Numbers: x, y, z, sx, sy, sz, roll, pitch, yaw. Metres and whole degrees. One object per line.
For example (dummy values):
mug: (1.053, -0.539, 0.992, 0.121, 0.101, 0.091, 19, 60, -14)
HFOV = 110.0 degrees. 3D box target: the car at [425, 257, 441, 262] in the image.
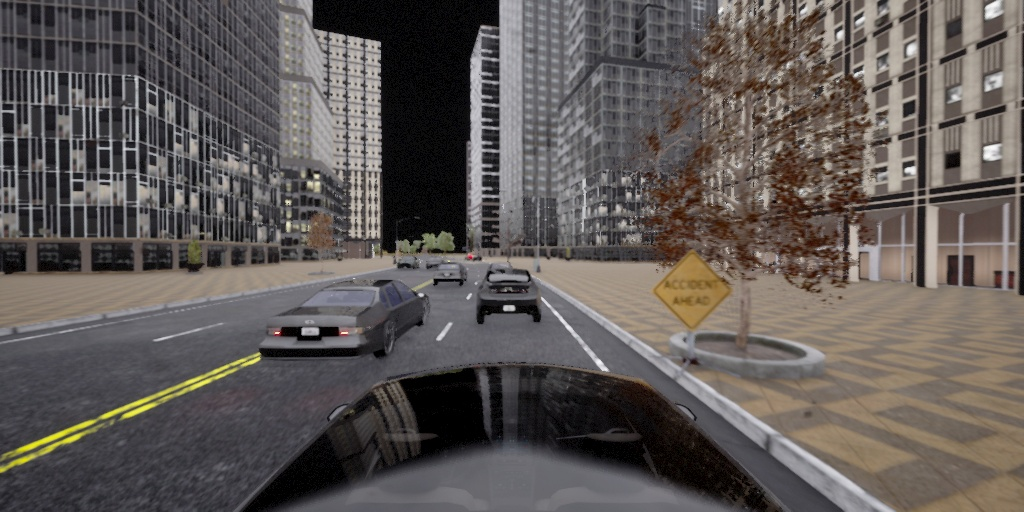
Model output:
car: (-9.018, 0.873, 42.304, 1.837, 1.490, 4.892, 0, 0, -6)

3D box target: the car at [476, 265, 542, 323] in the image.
car: (-0.120, 1.154, 11.687, 1.837, 1.490, 4.892, 0, -1, -1)

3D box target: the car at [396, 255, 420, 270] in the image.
car: (-12.349, 0.718, 42.798, 2.097, 1.767, 4.553, 0, 1, -7)

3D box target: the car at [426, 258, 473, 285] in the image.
car: (-3.914, 1.094, 23.331, 2.033, 1.411, 5.357, 0, 1, -3)

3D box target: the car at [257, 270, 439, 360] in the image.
car: (-3.287, 1.238, 8.291, 2.033, 1.411, 5.357, 0, 1, -1)

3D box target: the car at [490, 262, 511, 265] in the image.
car: (-0.871, 1.112, 26.683, 1.895, 1.301, 4.718, 0, 1, -4)

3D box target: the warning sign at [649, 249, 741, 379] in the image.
warning sign: (2.825, 0.825, 5.671, 1.300, 1.860, 1.060, 0, 0, -1)
